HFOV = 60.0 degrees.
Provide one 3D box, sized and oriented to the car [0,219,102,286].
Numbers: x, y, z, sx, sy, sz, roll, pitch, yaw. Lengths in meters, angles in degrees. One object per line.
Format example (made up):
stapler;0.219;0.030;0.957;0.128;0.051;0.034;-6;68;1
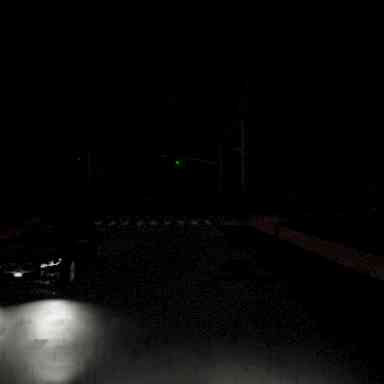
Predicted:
car;-3.977;1.607;9.825;1.837;1.490;4.892;0;0;-3
